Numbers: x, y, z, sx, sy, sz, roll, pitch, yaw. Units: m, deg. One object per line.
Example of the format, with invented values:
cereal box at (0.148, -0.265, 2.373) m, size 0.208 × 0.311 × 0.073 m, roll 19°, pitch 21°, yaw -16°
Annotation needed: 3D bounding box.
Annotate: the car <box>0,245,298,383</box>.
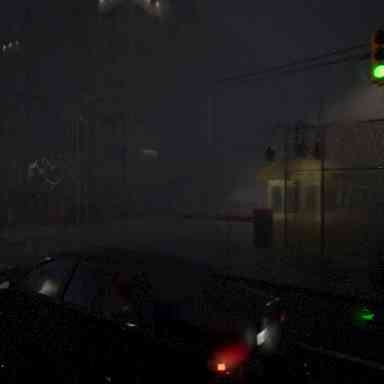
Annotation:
car at (-1.301, 1.542, 4.913) m, size 5.357 × 1.411 × 2.033 m, roll 0°, pitch 0°, yaw 36°
